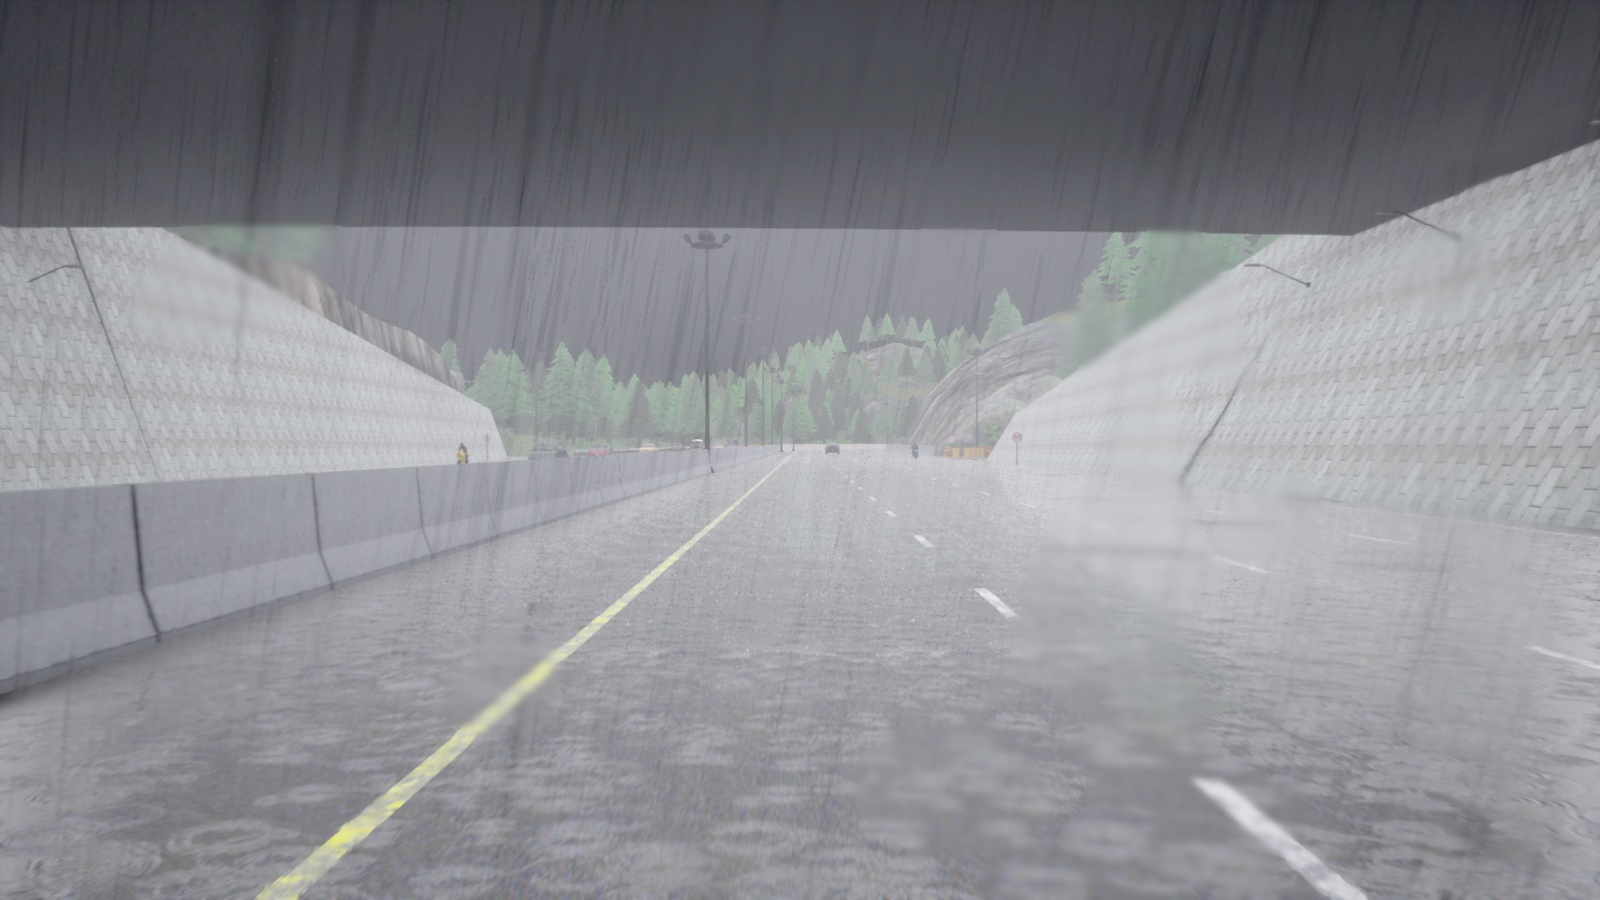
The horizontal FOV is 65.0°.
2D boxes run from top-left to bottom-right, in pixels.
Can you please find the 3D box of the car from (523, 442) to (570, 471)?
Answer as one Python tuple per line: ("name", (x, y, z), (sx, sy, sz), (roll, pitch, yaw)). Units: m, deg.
("car", (-13.649, 0.332, 67.779), (1.789, 1.549, 3.705), (0, 0, 0))
